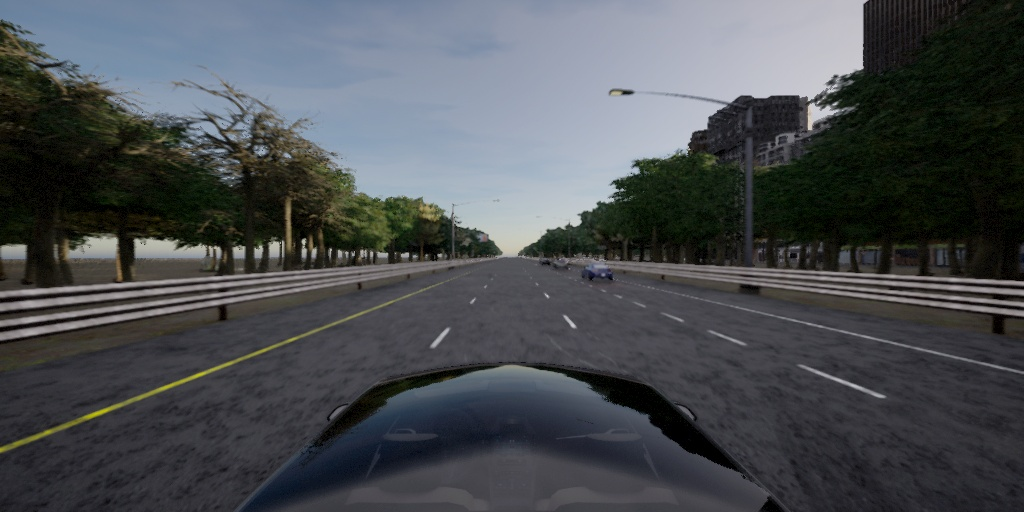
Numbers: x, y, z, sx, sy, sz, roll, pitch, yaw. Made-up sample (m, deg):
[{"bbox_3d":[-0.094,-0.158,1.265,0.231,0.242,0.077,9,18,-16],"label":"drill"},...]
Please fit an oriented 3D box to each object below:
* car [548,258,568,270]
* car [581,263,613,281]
[{"bbox_3d":[7.051,1.254,52.893,2.128,1.511,4.902,0,0,0],"label":"car"},{"bbox_3d":[7.027,1.285,29.857,1.812,1.442,4.674,0,0,0],"label":"car"}]
